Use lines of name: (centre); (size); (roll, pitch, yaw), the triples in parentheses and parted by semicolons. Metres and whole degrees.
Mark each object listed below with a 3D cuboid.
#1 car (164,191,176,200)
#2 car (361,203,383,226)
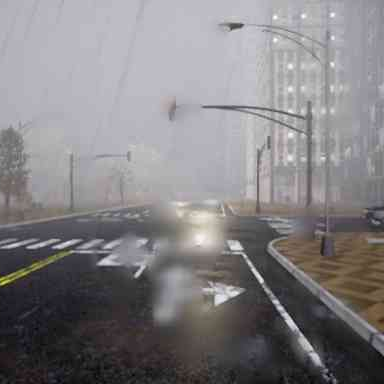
car: (-4.921, 0.817, 74.316); (2.150, 2.045, 5.566); (0, 0, 5)
car: (13.132, 1.346, 20.502); (4.902, 1.511, 2.128); (0, 0, 5)
